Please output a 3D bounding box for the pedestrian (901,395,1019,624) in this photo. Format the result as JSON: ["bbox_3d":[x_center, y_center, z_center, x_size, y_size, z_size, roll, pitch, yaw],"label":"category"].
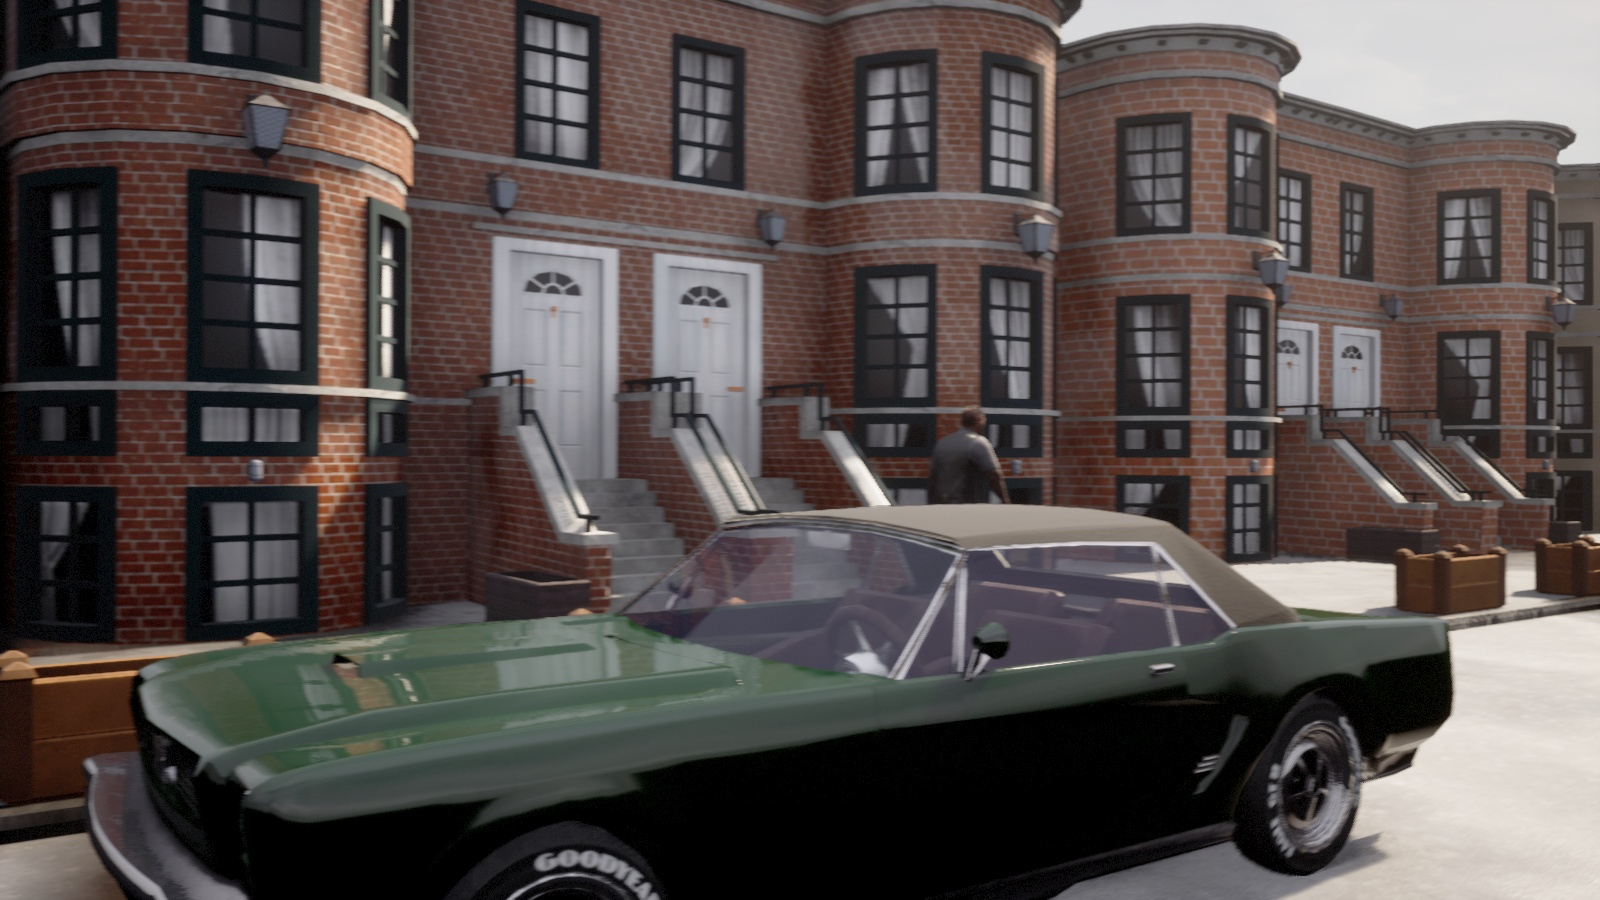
[{"bbox_3d":[1.379,0.490,10.799,0.849,1.883,0.563,0,0,-35],"label":"pedestrian"}]

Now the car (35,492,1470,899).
[{"bbox_3d":[0.159,0.860,4.378,4.718,1.301,1.895,0,0,-35],"label":"car"}]
